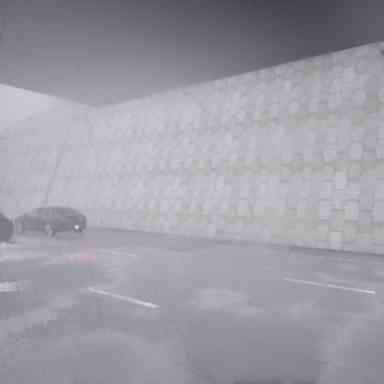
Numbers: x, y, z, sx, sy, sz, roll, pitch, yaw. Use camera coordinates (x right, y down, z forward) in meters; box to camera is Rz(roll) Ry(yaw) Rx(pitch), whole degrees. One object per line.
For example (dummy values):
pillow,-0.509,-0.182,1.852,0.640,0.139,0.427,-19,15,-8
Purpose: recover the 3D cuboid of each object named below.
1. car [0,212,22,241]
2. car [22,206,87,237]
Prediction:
car,-10.272,1.512,15.637,4.892,1.490,1.837,0,0,36
car,-7.762,1.512,18.145,4.892,1.490,1.837,0,0,36
